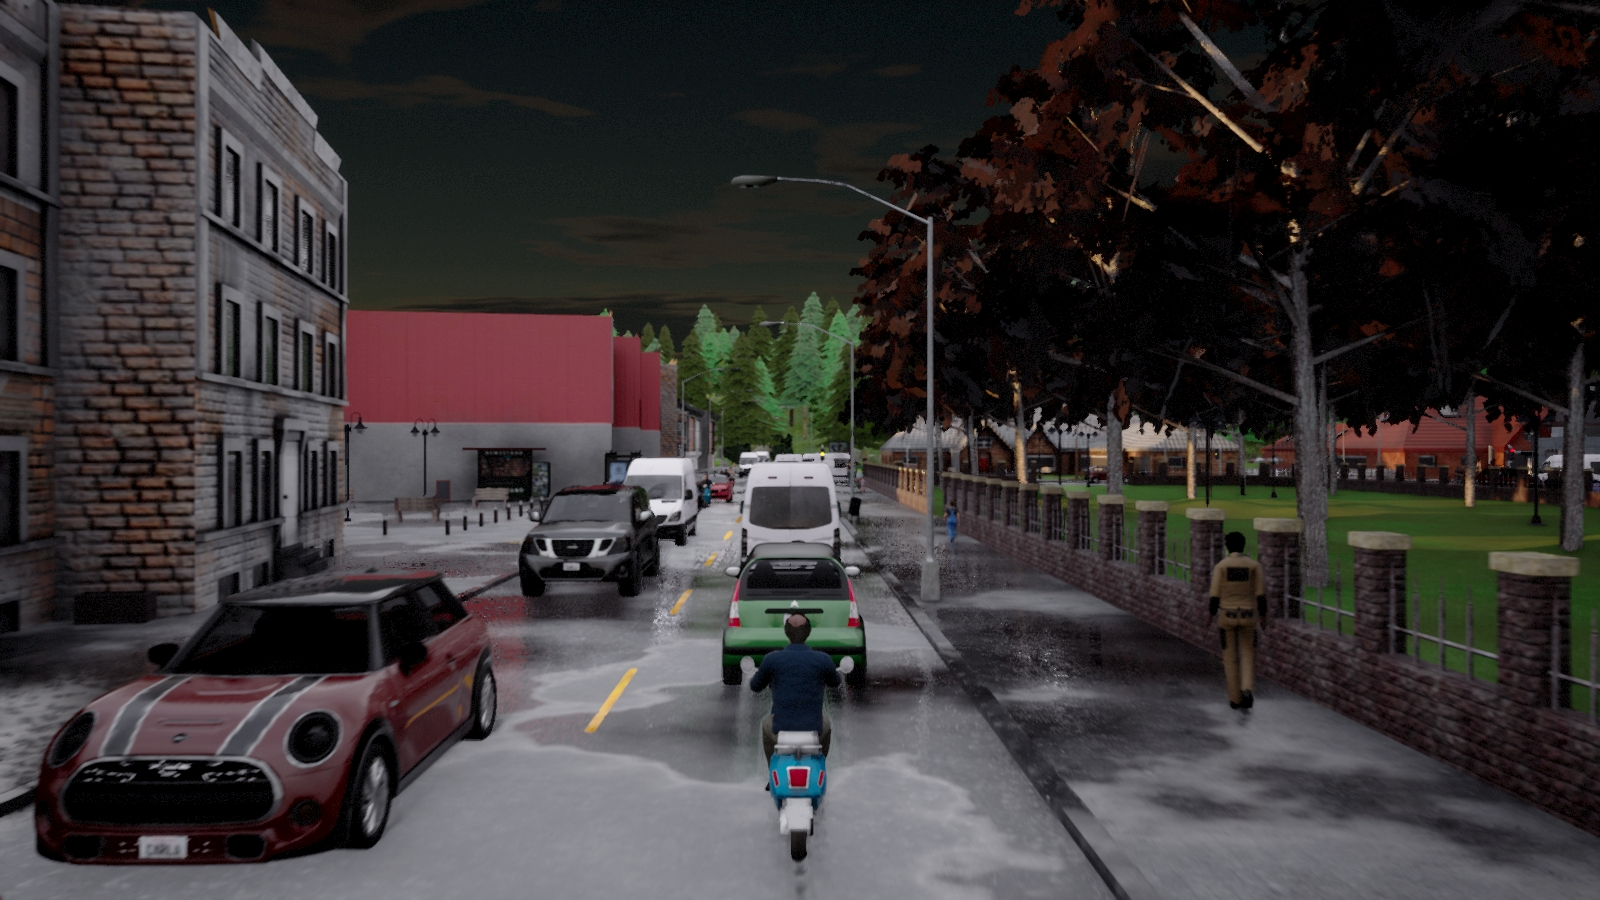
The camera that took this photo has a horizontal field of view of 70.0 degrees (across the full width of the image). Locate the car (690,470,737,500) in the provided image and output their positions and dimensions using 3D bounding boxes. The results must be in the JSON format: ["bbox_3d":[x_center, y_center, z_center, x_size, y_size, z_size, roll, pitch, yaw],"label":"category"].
[{"bbox_3d":[-4.609,1.843,61.790,2.231,1.480,4.892,0,0,-1],"label":"car"}]

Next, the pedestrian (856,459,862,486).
[{"bbox_3d":[4.036,1.525,77.629,0.375,1.860,0.375,0,0,-1],"label":"pedestrian"}]

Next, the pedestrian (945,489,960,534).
[{"bbox_3d":[4.487,1.806,33.569,0.375,1.300,0.375,0,0,0],"label":"pedestrian"}]

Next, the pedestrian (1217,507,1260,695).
[{"bbox_3d":[4.479,1.525,11.691,0.375,1.860,0.375,0,0,16],"label":"pedestrian"}]

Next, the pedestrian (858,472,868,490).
[{"bbox_3d":[3.854,1.906,69.792,0.500,1.100,0.500,0,0,-6],"label":"pedestrian"}]

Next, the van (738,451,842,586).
[{"bbox_3d":[-0.220,1.315,24.710,1.988,2.561,5.915,0,0,-1],"label":"van"}]

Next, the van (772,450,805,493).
[{"bbox_3d":[-0.726,1.317,72.781,1.988,2.561,5.915,0,0,-1],"label":"van"}]

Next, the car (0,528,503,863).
[{"bbox_3d":[-4.062,1.686,9.399,2.097,1.767,4.553,0,0,-1],"label":"car"}]

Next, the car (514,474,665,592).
[{"bbox_3d":[-4.166,1.561,23.602,2.150,2.045,5.566,0,0,-1],"label":"car"}]

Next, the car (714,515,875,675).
[{"bbox_3d":[-0.094,1.780,15.127,1.851,1.617,3.988,0,0,-1],"label":"car"}]

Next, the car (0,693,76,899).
[{"bbox_3d":[-3.956,1.806,3.004,1.789,1.549,3.705,0,0,-1],"label":"car"}]

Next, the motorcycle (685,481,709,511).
[{"bbox_3d":[-4.482,1.986,49.627,0.867,1.251,2.209,0,0,-1],"label":"motorcycle"}]

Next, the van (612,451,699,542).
[{"bbox_3d":[-4.337,1.316,35.242,1.988,2.561,5.915,0,0,-1],"label":"van"}]
